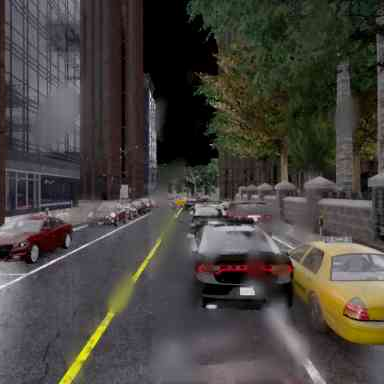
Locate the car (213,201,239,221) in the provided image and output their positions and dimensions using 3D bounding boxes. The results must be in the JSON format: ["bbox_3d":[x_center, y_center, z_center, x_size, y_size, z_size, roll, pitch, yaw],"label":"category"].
[{"bbox_3d":[2.816,1.534,28.380,1.752,1.417,4.829,0,0,0],"label":"car"}]

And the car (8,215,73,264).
[{"bbox_3d":[-5.740,1.546,11.853,1.887,1.381,4.507,0,0,0],"label":"car"}]

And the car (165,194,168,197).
[{"bbox_3d":[-5.608,1.359,82.003,2.192,1.841,5.009,0,0,0],"label":"car"}]

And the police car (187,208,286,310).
[{"bbox_3d":[0.916,1.427,8.045,1.930,1.638,5.238,0,0,0],"label":"police car"}]

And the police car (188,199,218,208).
[{"bbox_3d":[0.917,1.430,18.045,1.930,1.638,5.238,0,0,0],"label":"police car"}]

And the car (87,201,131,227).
[{"bbox_3d":[-5.719,1.446,22.767,1.967,1.590,4.097,0,0,0],"label":"car"}]

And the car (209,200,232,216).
[{"bbox_3d":[2.826,1.576,33.667,1.947,1.339,4.313,0,0,0],"label":"car"}]

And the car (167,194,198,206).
[{"bbox_3d":[-1.480,1.497,53.890,1.882,1.535,5.008,1,0,-38],"label":"car"}]

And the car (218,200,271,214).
[{"bbox_3d":[2.796,1.319,17.297,2.192,1.841,5.009,0,0,0],"label":"car"}]

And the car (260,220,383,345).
[{"bbox_3d":[2.775,1.526,6.554,1.752,1.417,4.829,0,0,0],"label":"car"}]

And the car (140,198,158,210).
[{"bbox_3d":[-5.679,1.541,44.425,1.752,1.417,4.829,0,0,0],"label":"car"}]

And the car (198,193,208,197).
[{"bbox_3d":[2.907,1.479,76.549,1.967,1.590,4.097,0,0,0],"label":"car"}]

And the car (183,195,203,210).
[{"bbox_3d":[0.081,1.520,42.789,1.837,1.490,4.892,0,0,0],"label":"car"}]

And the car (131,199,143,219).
[{"bbox_3d":[-5.709,1.559,28.224,2.008,1.369,4.403,0,0,0],"label":"car"}]

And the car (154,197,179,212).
[{"bbox_3d":[-2.925,1.578,38.991,1.994,1.385,4.181,0,0,0],"label":"car"}]

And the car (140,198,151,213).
[{"bbox_3d":[-5.699,1.555,33.681,1.887,1.381,4.507,0,0,0],"label":"car"}]

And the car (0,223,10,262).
[{"bbox_3d":[-5.750,1.545,6.395,1.887,1.381,4.507,0,0,0],"label":"car"}]

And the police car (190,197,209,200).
[{"bbox_3d":[0.946,1.432,24.045,1.930,1.638,5.238,0,0,0],"label":"police car"}]

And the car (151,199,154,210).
[{"bbox_3d":[-5.689,1.453,39.138,1.967,1.590,4.097,0,0,0],"label":"car"}]
